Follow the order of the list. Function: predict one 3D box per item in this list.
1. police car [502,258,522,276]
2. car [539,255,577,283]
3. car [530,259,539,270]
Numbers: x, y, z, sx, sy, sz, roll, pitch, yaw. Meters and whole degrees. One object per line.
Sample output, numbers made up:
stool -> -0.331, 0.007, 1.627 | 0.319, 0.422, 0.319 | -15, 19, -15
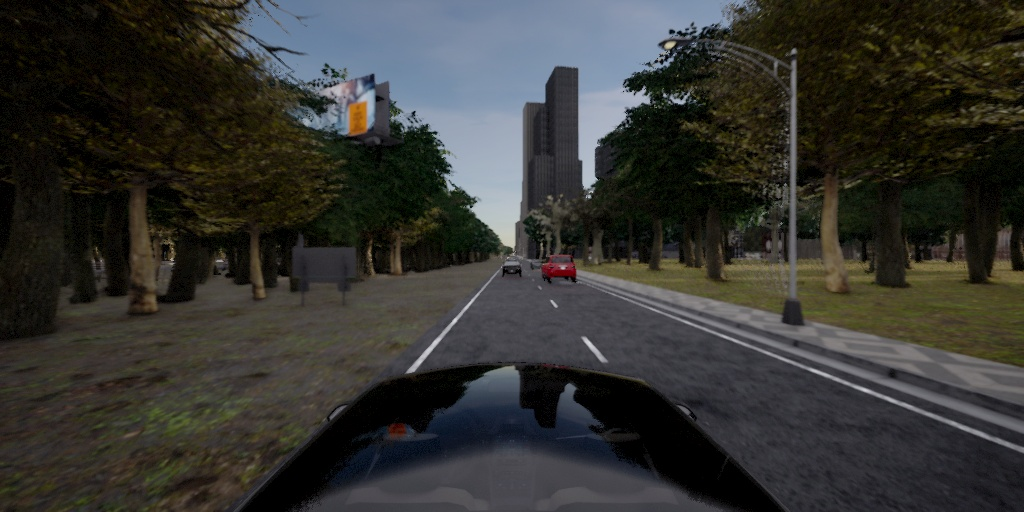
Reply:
police car -> 0.007, 1.173, 35.808 | 1.930, 1.638, 5.238 | 0, 0, 0
car -> 3.590, 0.947, 27.944 | 2.150, 2.045, 5.566 | 0, 0, 0
car -> 3.581, 1.181, 51.491 | 2.128, 1.511, 4.902 | 0, 0, 0
